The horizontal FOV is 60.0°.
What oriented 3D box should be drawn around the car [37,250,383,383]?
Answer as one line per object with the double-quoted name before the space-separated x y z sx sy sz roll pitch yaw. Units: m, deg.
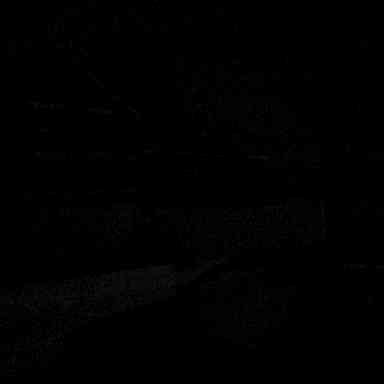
"car" 0.962 1.503 3.758 5.008 1.535 1.882 1 0 -36
